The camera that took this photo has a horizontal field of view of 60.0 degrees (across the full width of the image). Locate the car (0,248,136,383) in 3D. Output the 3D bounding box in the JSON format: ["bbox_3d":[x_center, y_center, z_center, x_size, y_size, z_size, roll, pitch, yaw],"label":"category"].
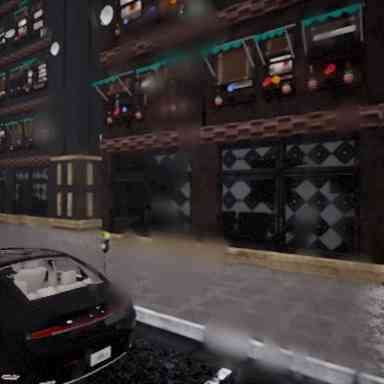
[{"bbox_3d":[-2.753,1.502,4.841,4.403,1.369,2.008,1,0,36],"label":"car"}]
